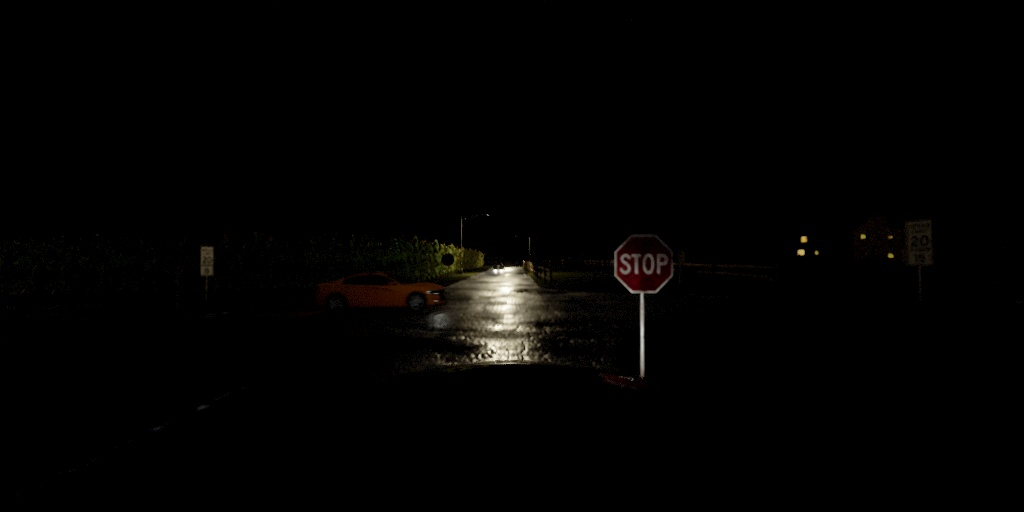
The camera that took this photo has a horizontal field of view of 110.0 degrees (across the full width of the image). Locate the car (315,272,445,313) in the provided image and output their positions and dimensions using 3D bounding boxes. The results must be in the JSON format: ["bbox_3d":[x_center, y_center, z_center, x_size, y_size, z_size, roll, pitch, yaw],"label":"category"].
[{"bbox_3d":[-5.226,1.391,14.506,5.008,1.535,1.882,-1,-1,0],"label":"car"}]
